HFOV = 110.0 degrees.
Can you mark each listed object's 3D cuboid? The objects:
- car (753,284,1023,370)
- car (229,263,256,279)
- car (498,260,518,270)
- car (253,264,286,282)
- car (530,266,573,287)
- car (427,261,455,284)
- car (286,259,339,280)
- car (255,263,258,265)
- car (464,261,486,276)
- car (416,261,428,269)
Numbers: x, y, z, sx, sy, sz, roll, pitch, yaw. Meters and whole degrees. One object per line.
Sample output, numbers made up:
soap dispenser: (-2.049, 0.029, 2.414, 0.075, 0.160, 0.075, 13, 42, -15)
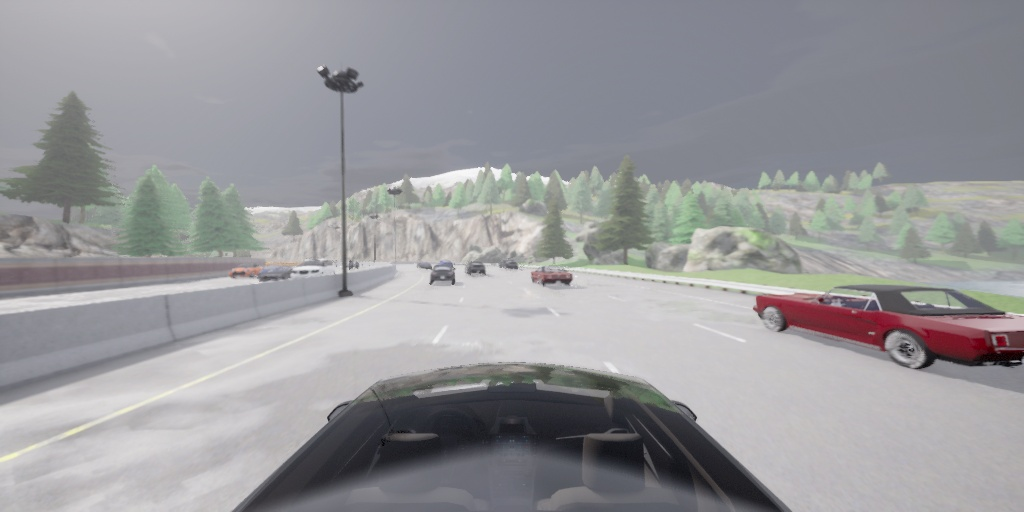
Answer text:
car: (7.413, 1.230, 7.396, 1.895, 1.301, 4.718, -1, 0, -3)
car: (-30.335, 1.615, 41.102, 2.097, 1.767, 4.553, -1, 0, -16)
car: (-0.591, 1.280, 52.572, 1.837, 1.490, 4.892, 0, 0, -19)
car: (-20.859, 1.651, 32.675, 2.033, 1.411, 5.357, -1, 0, -12)
car: (2.533, 1.316, 24.349, 1.895, 1.301, 4.718, -1, 0, -9)
car: (-5.408, 1.373, 28.053, 1.812, 1.442, 4.674, 0, 0, -10)
car: (-16.965, 1.264, 31.002, 2.150, 2.045, 5.566, -1, 0, -11)
car: (-26.220, 1.721, 39.638, 1.812, 1.442, 4.674, -1, 0, -15)
car: (-4.077, 1.334, 39.145, 1.837, 1.490, 4.892, 0, 0, -14)
car: (-15.320, 1.585, 62.147, 1.994, 1.385, 4.181, -1, 0, -24)
